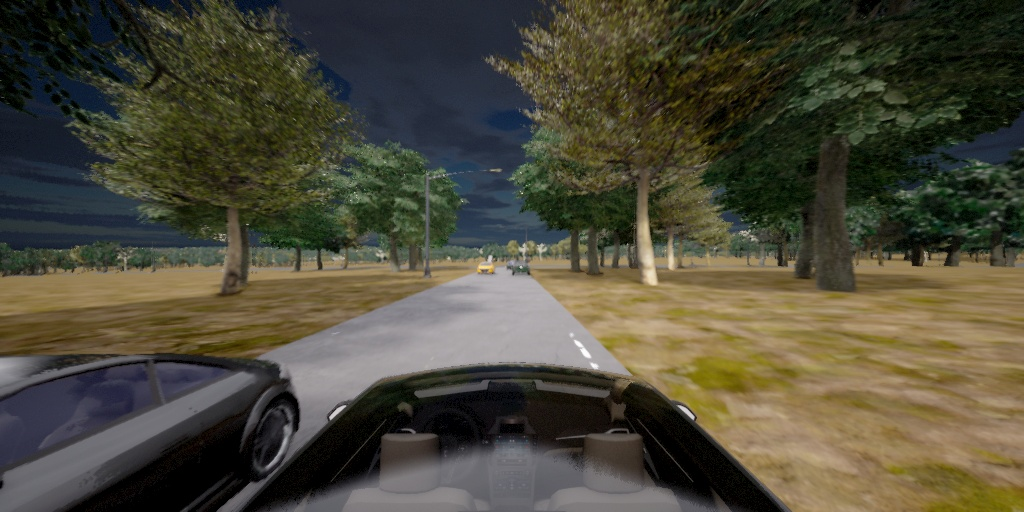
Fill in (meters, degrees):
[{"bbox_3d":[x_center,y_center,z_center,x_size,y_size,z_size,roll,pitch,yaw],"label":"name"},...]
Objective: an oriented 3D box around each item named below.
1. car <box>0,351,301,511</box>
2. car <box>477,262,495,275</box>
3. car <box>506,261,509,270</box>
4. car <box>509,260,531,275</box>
[{"bbox_3d":[-3.091,1.316,1.852,1.994,1.385,4.181,0,0,0],"label":"car"},{"bbox_3d":[-3.088,1.426,43.283,1.882,1.535,5.008,0,-1,0],"label":"car"},{"bbox_3d":[-0.041,1.775,63.173,1.895,1.301,4.718,0,-1,0],"label":"car"},{"bbox_3d":[1.019,1.283,41.703,2.097,1.767,4.553,0,-1,0],"label":"car"}]
